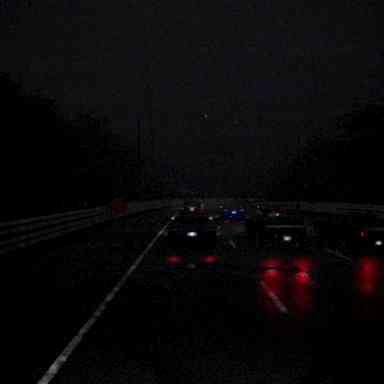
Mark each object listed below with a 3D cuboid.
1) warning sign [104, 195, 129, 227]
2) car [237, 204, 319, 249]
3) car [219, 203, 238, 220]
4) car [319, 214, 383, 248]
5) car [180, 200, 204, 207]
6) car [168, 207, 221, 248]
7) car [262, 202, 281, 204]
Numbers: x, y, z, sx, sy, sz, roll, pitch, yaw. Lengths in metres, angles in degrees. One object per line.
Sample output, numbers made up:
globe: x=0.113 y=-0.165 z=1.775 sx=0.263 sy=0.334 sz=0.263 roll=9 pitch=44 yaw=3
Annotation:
warning sign: x=-4.544 y=1.135 z=20.147 sx=1.300 sy=1.860 sz=1.060 roll=0 pitch=0 yaw=0
car: x=3.500 y=1.498 z=14.651 sx=2.128 sy=1.511 sz=4.902 roll=0 pitch=0 yaw=0
car: x=3.500 y=1.697 z=29.660 sx=1.994 sy=1.385 sz=4.181 roll=0 pitch=-1 yaw=0
car: x=7.000 y=1.619 z=14.681 sx=1.895 sy=1.301 sz=4.718 roll=0 pitch=0 yaw=0
car: x=0.000 y=1.491 z=29.633 sx=2.097 sy=1.767 sz=4.553 roll=0 pitch=-1 yaw=0
car: x=0.000 y=1.575 z=14.651 sx=1.994 sy=1.385 sz=4.181 roll=0 pitch=0 yaw=0
car: x=7.000 y=1.641 z=29.661 sx=1.837 sy=1.490 sz=4.892 roll=0 pitch=-1 yaw=0
